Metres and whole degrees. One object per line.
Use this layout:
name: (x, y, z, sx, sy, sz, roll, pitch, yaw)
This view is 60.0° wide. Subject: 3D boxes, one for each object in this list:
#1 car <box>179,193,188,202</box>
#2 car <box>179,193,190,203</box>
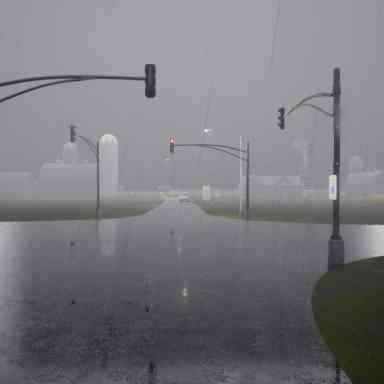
car: (-2.081, 1.194, 79.902, 2.150, 2.045, 5.566, 0, 0, -4)
car: (-1.498, 1.557, 69.868, 1.812, 1.442, 4.674, 0, 0, -3)
